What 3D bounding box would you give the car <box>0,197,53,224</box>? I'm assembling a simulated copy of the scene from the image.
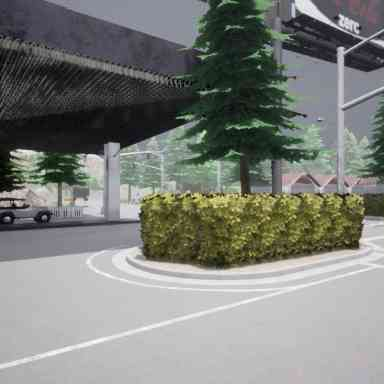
[{"bbox_3d":[-11.996,1.313,23.467,3.866,1.878,1.905,0,0,-36],"label":"car"}]
